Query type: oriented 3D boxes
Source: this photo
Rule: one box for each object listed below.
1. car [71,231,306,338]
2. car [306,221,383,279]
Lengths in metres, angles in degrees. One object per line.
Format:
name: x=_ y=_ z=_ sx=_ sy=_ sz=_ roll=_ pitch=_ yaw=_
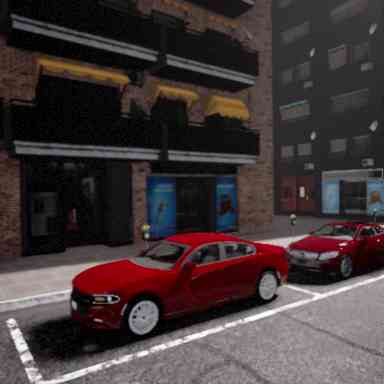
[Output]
car: x=-0.024 y=1.524 z=6.553 sx=4.507 sy=1.381 sz=1.887 roll=0 pitch=-1 yaw=-35
car: x=4.539 y=1.530 z=9.802 sx=4.206 sy=1.307 sz=1.802 roll=0 pitch=-1 yaw=-35
